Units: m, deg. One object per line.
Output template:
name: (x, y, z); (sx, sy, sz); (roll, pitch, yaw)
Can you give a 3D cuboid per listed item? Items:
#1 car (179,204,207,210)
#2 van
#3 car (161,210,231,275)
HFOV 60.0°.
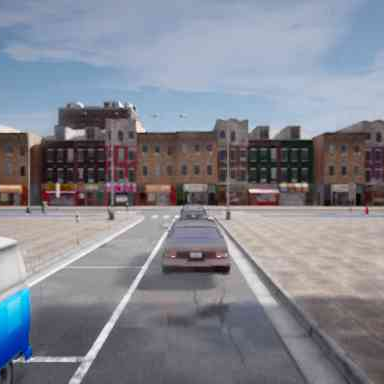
car: (0.088, 1.501, 22.460); (2.033, 1.411, 5.357); (0, 0, 0)
van: (-2.647, 1.336, 2.137); (1.690, 1.788, 3.998); (-1, 0, 0)
car: (0.093, 1.525, 10.335); (2.033, 1.411, 5.357); (0, 0, 0)
